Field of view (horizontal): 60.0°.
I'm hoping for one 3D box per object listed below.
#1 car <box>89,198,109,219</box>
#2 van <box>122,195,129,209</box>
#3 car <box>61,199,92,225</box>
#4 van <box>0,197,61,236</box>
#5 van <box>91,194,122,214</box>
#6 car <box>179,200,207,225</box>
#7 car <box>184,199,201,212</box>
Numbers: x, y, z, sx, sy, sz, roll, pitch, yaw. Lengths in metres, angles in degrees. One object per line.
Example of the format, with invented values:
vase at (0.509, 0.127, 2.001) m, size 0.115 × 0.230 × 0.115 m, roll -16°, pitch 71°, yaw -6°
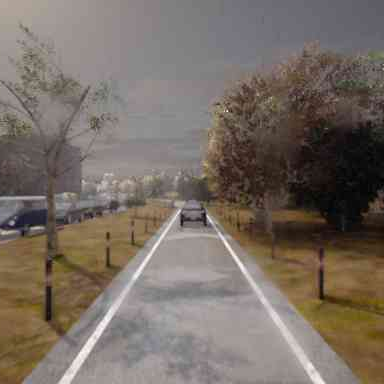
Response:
car at (-9.093, 1.498, 29.151) m, size 2.163 × 1.488 × 4.792 m, roll 0°, pitch -1°, yaw -2°
van at (-9.276, 1.284, 45.614) m, size 1.878 × 1.987 × 4.442 m, roll 0°, pitch -1°, yaw -2°
car at (-9.084, 1.454, 23.640) m, size 2.231 × 1.521 × 4.892 m, roll 0°, pitch -1°, yaw -2°
van at (-9.080, 1.234, 17.955) m, size 1.878 × 1.987 × 4.442 m, roll 0°, pitch 0°, yaw 2°
van at (-9.106, 1.260, 35.664) m, size 1.878 × 1.987 × 4.442 m, roll 0°, pitch -1°, yaw -3°
car at (0.088, 1.522, 24.296) m, size 2.128 × 1.511 × 4.902 m, roll 0°, pitch 0°, yaw 0°
car at (0.036, 1.636, 41.302) m, size 1.994 × 1.385 × 4.181 m, roll 0°, pitch 0°, yaw -1°
